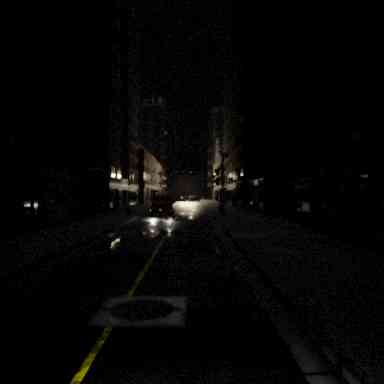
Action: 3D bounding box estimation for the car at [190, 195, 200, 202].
[{"bbox_3d":[0.976,1.640,85.423,1.882,1.535,5.008,0,0,0],"label":"car"}]

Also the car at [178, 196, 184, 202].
[{"bbox_3d":[-2.738,1.492,73.278,2.033,1.411,5.357,0,0,0],"label":"car"}]

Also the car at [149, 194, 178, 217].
[{"bbox_3d":[-2.843,1.263,32.722,2.150,2.045,5.566,0,0,0],"label":"car"}]
